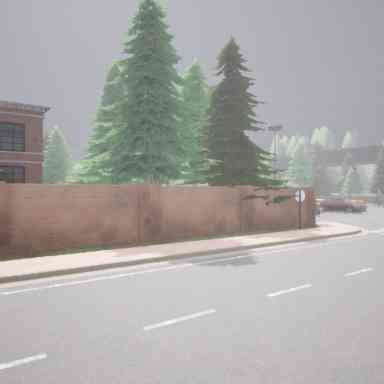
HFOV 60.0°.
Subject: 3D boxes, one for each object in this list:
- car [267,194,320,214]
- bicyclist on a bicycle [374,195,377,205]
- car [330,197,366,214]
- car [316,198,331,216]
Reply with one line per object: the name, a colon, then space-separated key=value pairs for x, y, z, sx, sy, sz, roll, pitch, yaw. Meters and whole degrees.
car: x=11.157 y=1.231 z=36.964 sx=2.150 sy=2.045 sz=5.566 roll=0 pitch=0 yaw=-35
bicyclist on a bicycle: x=30.140 y=1.318 z=54.262 sx=1.656 sy=1.620 sz=0.582 roll=0 pitch=0 yaw=-35
car: x=16.208 y=1.363 z=35.874 sx=2.097 sy=1.767 sz=4.553 roll=0 pitch=0 yaw=-35
car: x=10.328 y=1.500 z=32.028 sx=2.128 sy=1.511 sz=4.902 roll=0 pitch=0 yaw=-34
